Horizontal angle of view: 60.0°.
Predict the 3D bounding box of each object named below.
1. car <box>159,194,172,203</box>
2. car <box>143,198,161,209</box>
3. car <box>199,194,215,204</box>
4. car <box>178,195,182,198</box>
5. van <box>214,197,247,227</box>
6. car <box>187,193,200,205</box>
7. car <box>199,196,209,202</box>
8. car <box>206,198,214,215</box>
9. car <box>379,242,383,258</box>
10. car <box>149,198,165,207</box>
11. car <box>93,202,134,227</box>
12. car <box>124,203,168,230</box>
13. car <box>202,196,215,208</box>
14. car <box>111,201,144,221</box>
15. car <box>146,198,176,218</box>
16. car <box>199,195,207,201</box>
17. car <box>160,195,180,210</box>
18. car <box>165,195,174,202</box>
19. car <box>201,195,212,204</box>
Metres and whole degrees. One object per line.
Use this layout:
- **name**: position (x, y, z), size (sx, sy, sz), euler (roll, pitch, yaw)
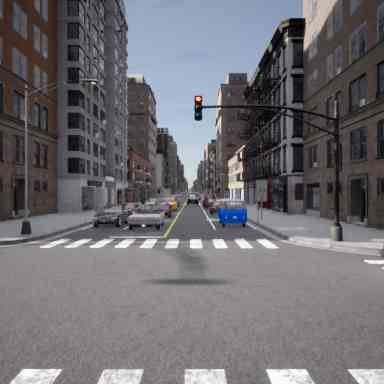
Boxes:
- **car**: position (-5.338, 1.292, 67.884), size (2.192, 1.841, 5.009), euler (0, 0, 0)
- **car**: position (-5.355, 1.519, 44.987), size (1.752, 1.417, 4.829), euler (0, 0, 0)
- **car**: position (2.675, 1.305, 50.839), size (2.192, 1.841, 5.009), euler (0, 0, 0)
- **car**: position (-2.773, 1.591, 50.033), size (1.895, 1.301, 4.718), euler (0, 0, 0)
- **van**: position (2.653, 1.340, 22.432), size (1.690, 1.788, 3.998), euler (0, 0, 0)
- **car**: position (0.152, 1.463, 56.855), size (1.882, 1.535, 5.008), euler (0, 0, 0)
- **car**: position (2.691, 1.524, 73.563), size (2.008, 1.369, 4.403), euler (0, 0, 0)
- **car**: position (2.662, 1.580, 33.794), size (1.802, 1.307, 4.206), euler (0, 0, 0)
- **car**: position (8.611, 1.607, 9.912), size (5.357, 1.411, 2.033), euler (0, 0, -5)
- **car**: position (-5.350, 1.556, 50.839), size (1.947, 1.339, 4.313), euler (0, 0, 0)
- **car**: position (-5.372, 1.550, 22.429), size (2.008, 1.369, 4.403), euler (0, 0, 0)
- **car**: position (-2.804, 1.600, 21.136), size (1.895, 1.301, 4.718), euler (0, 0, -1)
- **car**: position (2.670, 1.576, 45.157), size (1.802, 1.307, 4.206), euler (0, 0, 0)
- **car**: position (-5.367, 1.543, 28.111), size (1.887, 1.381, 4.507), euler (0, 0, 0)
- **car**: position (-2.824, 1.562, 30.281), size (1.994, 1.385, 4.181), euler (0, 0, 0)
- **car**: position (2.700, 1.530, 84.926), size (1.947, 1.339, 4.313), euler (0, 0, 0)
- **car**: position (-2.814, 1.474, 39.927), size (1.882, 1.535, 5.008), euler (0, 0, 0)
- **car**: position (-5.330, 1.409, 79.247), size (1.967, 1.590, 4.097), euler (0, 0, 0)
- **car**: position (2.683, 1.422, 62.201), size (1.967, 1.590, 4.097), euler (0, 0, 0)
